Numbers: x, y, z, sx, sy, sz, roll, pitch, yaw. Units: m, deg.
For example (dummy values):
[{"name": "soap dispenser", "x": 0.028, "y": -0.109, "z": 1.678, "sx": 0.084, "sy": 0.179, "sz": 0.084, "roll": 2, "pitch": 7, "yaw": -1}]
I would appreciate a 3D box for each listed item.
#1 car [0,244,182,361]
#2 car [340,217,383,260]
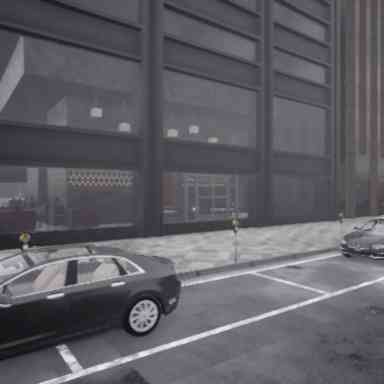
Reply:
[{"name": "car", "x": -2.220, "y": 1.551, "z": 5.065, "sx": 4.403, "sy": 1.369, "sz": 2.008, "roll": 0, "pitch": 0, "yaw": -36}, {"name": "car", "x": 6.928, "y": 1.557, "z": 11.591, "sx": 4.403, "sy": 1.369, "sz": 2.008, "roll": 0, "pitch": 0, "yaw": -36}]
